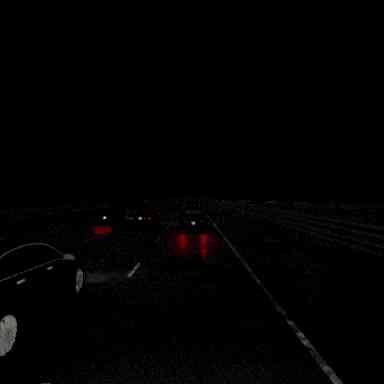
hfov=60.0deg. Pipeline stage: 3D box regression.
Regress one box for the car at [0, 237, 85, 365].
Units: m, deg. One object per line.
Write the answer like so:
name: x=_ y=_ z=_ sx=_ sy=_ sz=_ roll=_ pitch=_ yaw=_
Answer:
car: x=-3.404 y=1.571 z=5.883 sx=1.837 sy=1.490 sz=4.892 roll=0 pitch=-1 yaw=0

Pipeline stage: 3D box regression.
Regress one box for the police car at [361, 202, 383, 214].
police car: x=24.636 y=2.125 z=43.601 sx=1.930 sy=1.638 sz=5.238 roll=0 pitch=-1 yaw=-22

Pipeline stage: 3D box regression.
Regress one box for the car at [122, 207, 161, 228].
car: x=-3.403 y=1.827 z=24.421 sx=2.033 sy=1.411 sz=5.357 roll=0 pitch=-1 yaw=0

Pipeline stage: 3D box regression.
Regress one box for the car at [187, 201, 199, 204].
car: x=0.088 y=1.845 z=40.912 sx=2.097 sy=1.767 sz=4.553 roll=0 pitch=-1 yaw=0

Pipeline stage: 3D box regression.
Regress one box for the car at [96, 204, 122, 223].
car: x=-6.908 y=1.832 z=28.779 sx=1.837 sy=1.490 sz=4.892 roll=0 pitch=-1 yaw=0

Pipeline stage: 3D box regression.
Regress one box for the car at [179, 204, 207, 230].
car: x=0.093 y=1.792 z=23.095 sx=1.812 sy=1.442 sz=4.674 roll=0 pitch=-1 yaw=0
